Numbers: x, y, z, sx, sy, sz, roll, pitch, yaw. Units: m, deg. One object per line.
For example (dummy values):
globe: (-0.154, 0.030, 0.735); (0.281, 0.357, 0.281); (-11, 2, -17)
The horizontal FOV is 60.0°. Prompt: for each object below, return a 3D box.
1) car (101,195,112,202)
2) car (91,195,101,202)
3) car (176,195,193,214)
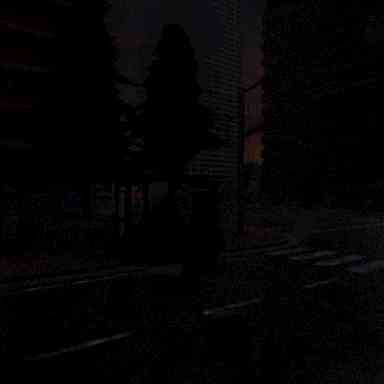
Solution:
car: (-21.703, 1.568, 83.479); (2.128, 1.511, 4.902); (0, 0, -36)
car: (-24.551, 1.528, 81.445); (1.837, 1.490, 4.892); (0, 0, -36)
car: (-1.803, 1.366, 37.493); (2.150, 2.045, 5.566); (0, 0, -35)
